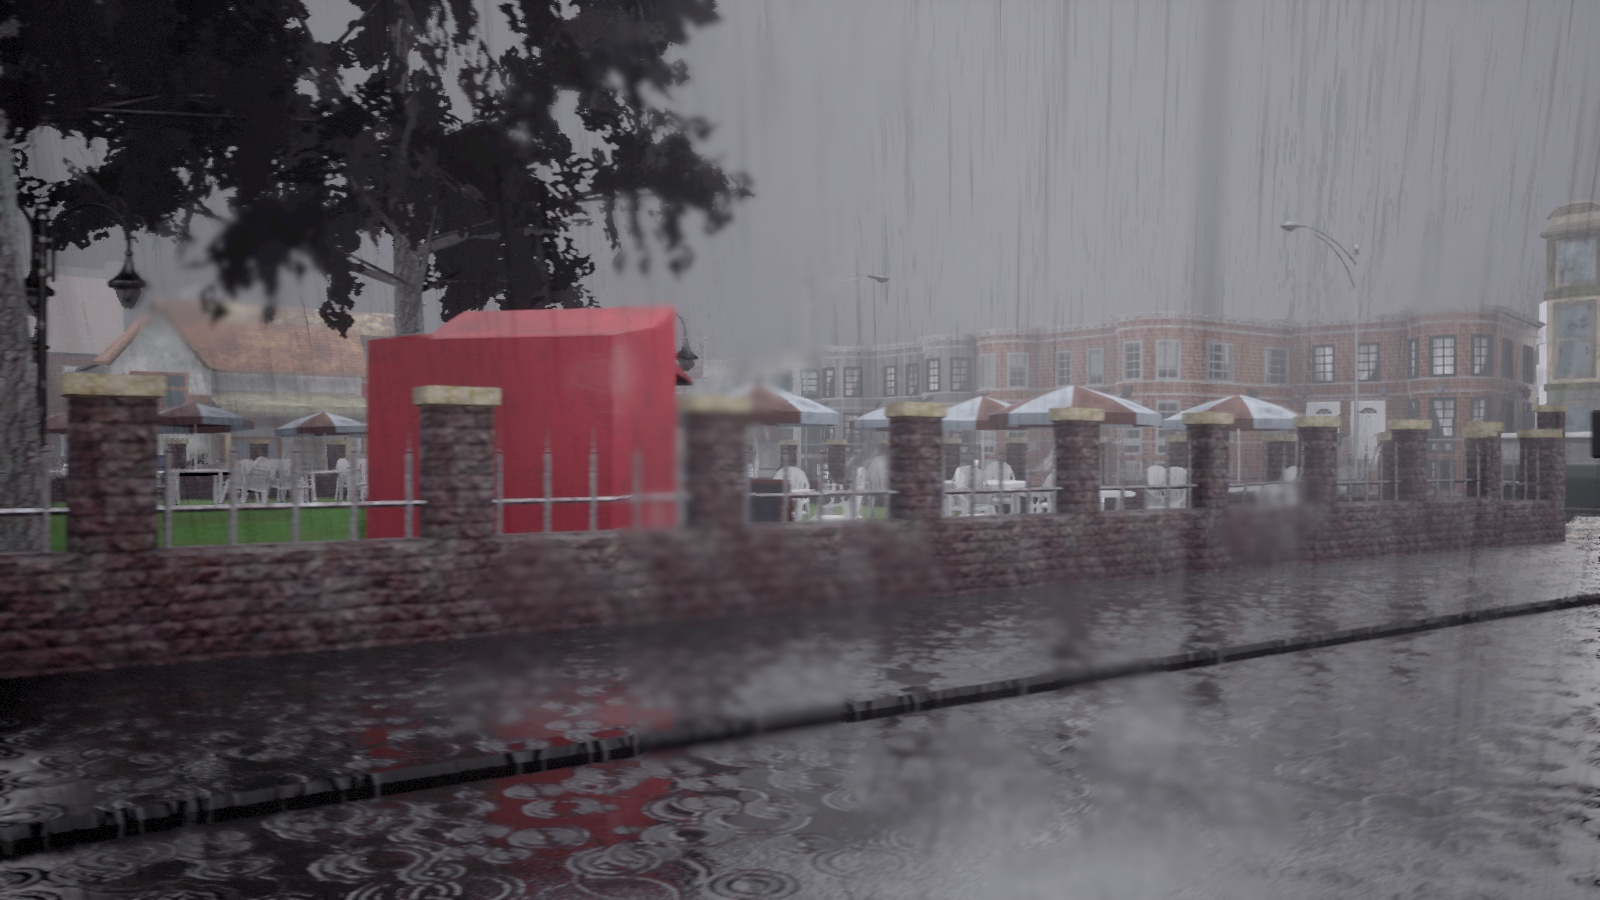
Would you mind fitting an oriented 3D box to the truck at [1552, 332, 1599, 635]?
[{"bbox_3d":[9.202,0.270,10.994,5.204,2.467,2.627,0,0,-36],"label":"truck"}]

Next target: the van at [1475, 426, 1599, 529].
[{"bbox_3d":[16.025,0.534,24.803,1.775,1.987,4.442,0,0,-33],"label":"van"}]
